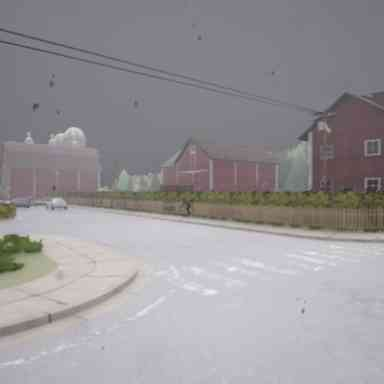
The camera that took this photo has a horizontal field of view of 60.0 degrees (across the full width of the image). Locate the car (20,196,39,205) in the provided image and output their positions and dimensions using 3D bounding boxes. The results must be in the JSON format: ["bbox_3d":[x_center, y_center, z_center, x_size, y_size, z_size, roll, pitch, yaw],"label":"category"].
[{"bbox_3d":[-28.263,1.481,57.893,2.128,1.511,4.902,0,0,-36],"label":"car"}]

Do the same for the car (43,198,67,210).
[{"bbox_3d":[-17.483,1.515,43.021,1.812,1.442,4.674,0,0,-35],"label":"car"}]

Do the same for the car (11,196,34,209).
[{"bbox_3d":[-22.922,1.499,44.435,1.837,1.490,4.892,0,0,-35],"label":"car"}]

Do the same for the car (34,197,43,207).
[{"bbox_3d":[-23.666,1.590,51.517,1.895,1.301,4.718,0,0,-36],"label":"car"}]

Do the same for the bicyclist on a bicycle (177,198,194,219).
[{"bbox_3d":[-0.500,1.284,26.021,1.656,1.620,0.582,0,0,-36],"label":"bicyclist on a bicycle"}]
